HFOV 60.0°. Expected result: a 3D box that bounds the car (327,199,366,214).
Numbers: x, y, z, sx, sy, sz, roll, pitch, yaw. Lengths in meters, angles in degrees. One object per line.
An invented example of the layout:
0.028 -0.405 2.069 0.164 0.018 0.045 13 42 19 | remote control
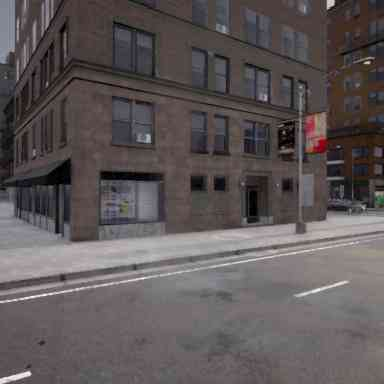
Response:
15.641 1.484 34.974 2.128 1.511 4.902 0 0 -35 | car

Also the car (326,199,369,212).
18.713 1.579 40.134 1.947 1.339 4.313 0 0 -35 | car
